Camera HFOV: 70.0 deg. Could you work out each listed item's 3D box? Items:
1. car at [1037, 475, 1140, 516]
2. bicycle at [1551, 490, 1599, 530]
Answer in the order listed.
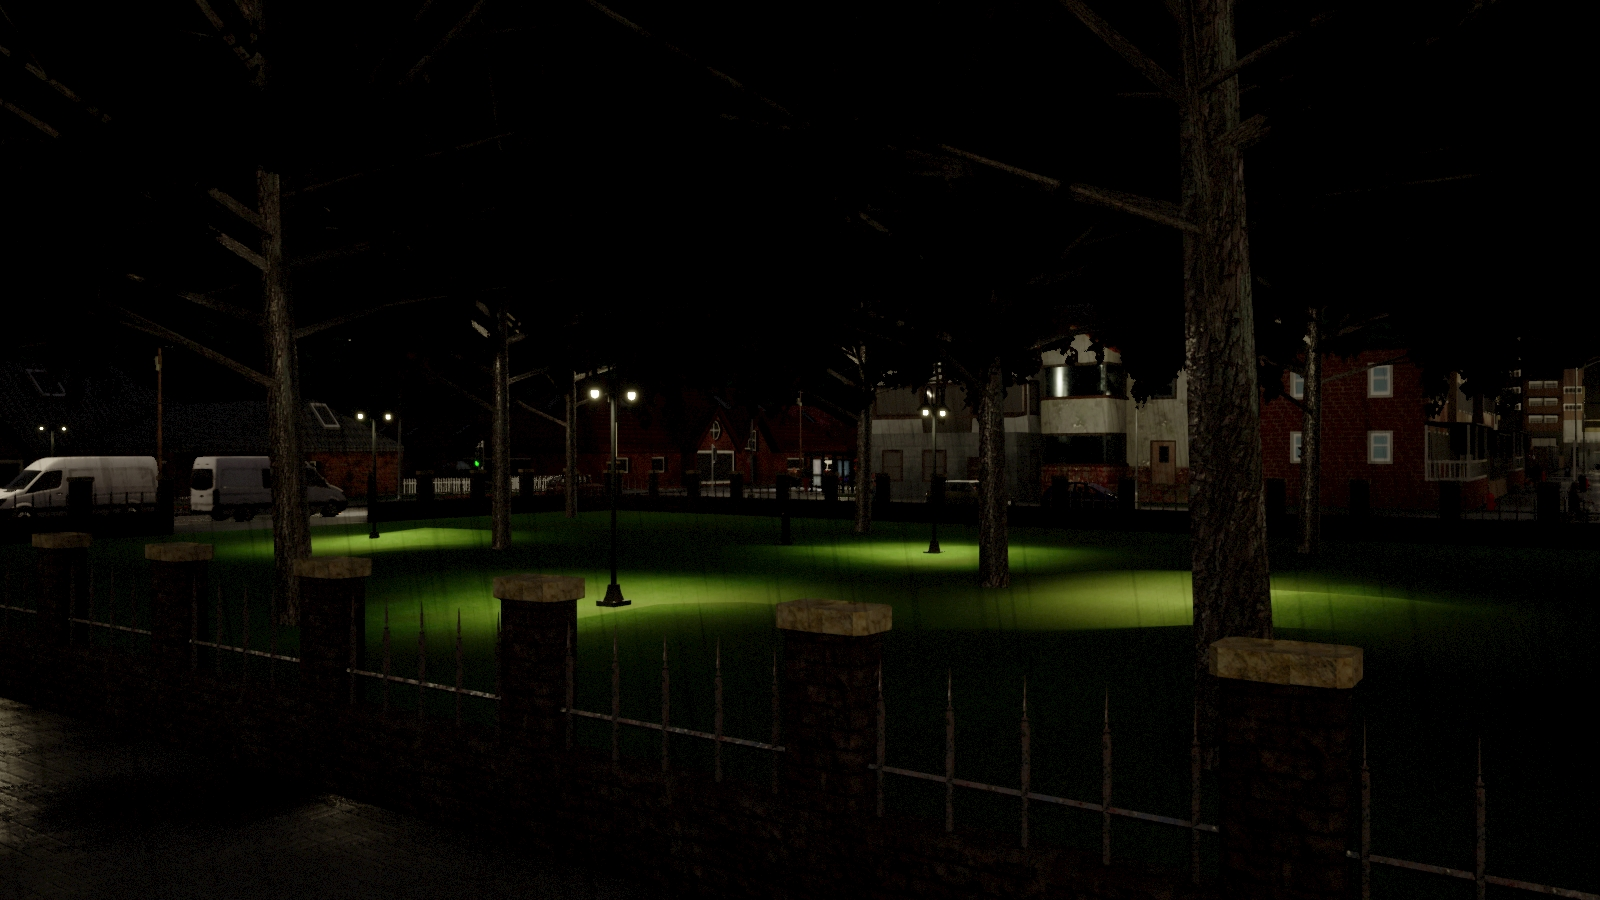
[{"bbox_3d":[11.752,1.818,46.570,3.633,1.501,1.845,0,0,35],"label":"car"},{"bbox_3d":[25.419,1.940,36.989,1.835,1.271,0.329,0,0,35],"label":"bicycle"}]
